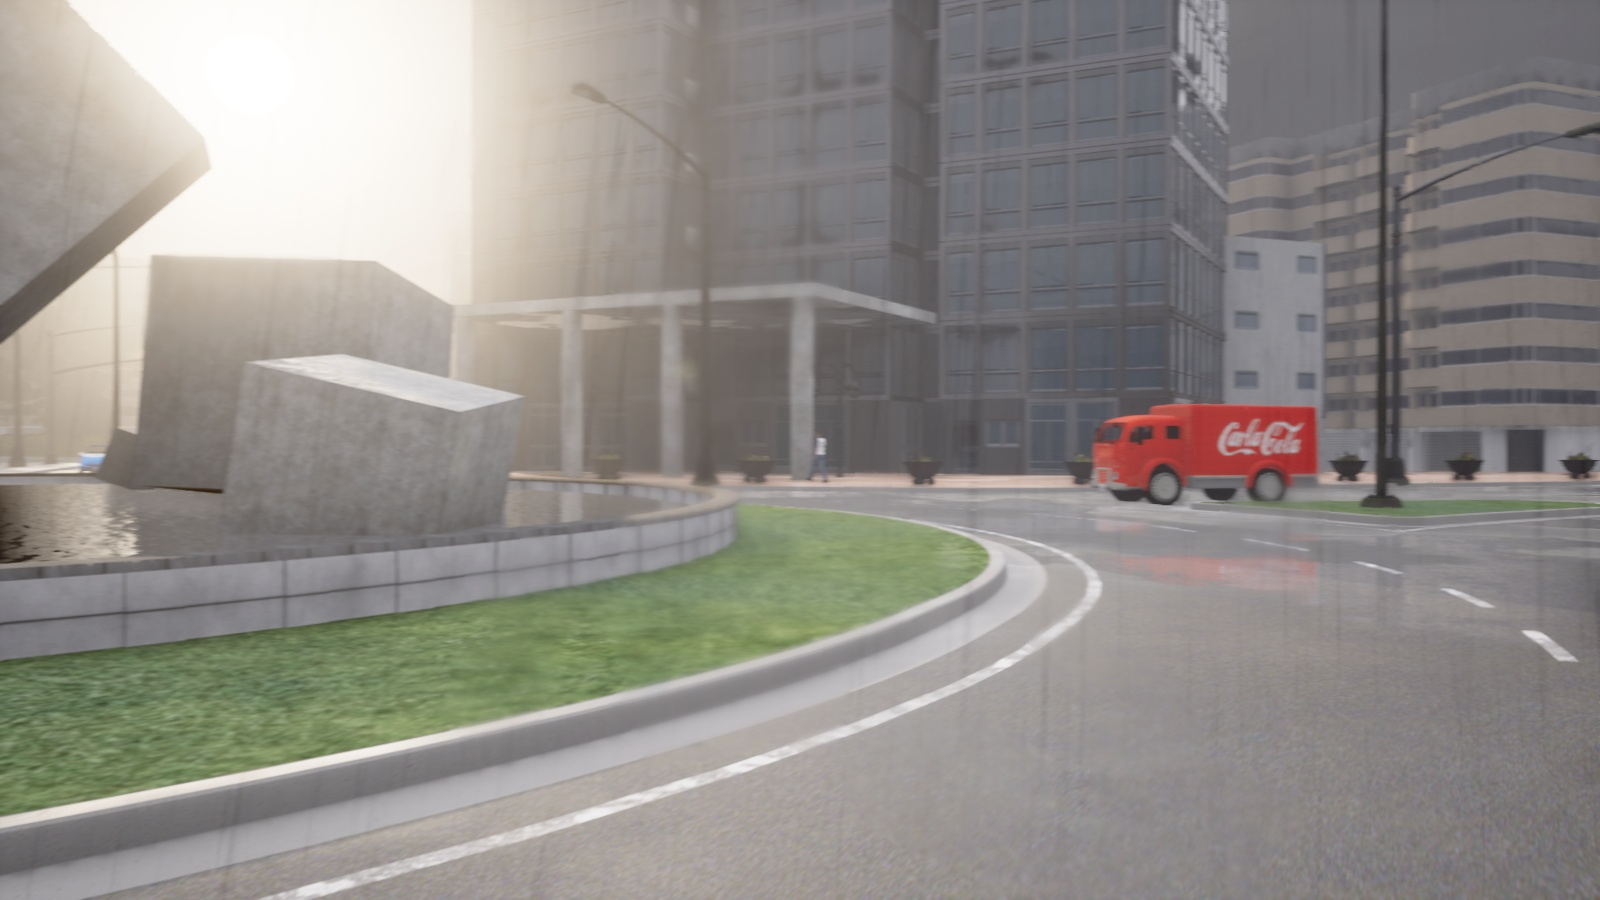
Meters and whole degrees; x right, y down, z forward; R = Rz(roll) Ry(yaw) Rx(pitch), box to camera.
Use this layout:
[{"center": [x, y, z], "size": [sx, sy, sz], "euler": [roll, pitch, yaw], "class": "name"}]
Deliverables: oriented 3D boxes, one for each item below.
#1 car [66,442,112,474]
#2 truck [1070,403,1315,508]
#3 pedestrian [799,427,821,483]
[{"center": [-31.733, 0.355, 56.094], "size": [1.481, 1.376, 2.207], "euler": [0, 0, -22], "class": "car"}, {"center": [9.723, 0.116, 31.365], "size": [5.204, 2.467, 2.627], "euler": [0, 1, -12], "class": "truck"}, {"center": [0.333, 0.160, 42.109], "size": [0.354, 1.836, 0.706], "euler": [0, 0, -42], "class": "pedestrian"}]
